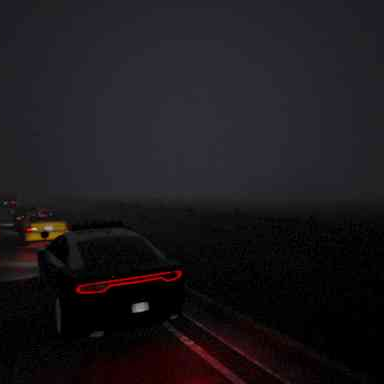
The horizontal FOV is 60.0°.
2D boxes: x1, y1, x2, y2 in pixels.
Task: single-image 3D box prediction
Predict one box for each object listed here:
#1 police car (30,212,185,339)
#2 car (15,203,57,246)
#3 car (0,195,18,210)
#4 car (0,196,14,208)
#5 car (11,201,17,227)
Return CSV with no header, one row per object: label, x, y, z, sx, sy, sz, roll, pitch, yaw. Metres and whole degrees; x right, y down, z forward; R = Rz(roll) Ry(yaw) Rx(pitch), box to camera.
police car,-2.019,1.417,6.907,1.930,1.638,5.238,-1,0,-30
car,-7.057,1.470,15.637,1.801,1.575,5.366,-1,0,-30
car,-21.326,1.308,38.273,2.150,2.045,5.566,-1,0,-29
car,-28.154,1.467,50.088,2.097,1.767,4.553,-1,0,-30
car,-9.961,1.533,20.669,1.837,1.490,4.892,-1,0,-30
